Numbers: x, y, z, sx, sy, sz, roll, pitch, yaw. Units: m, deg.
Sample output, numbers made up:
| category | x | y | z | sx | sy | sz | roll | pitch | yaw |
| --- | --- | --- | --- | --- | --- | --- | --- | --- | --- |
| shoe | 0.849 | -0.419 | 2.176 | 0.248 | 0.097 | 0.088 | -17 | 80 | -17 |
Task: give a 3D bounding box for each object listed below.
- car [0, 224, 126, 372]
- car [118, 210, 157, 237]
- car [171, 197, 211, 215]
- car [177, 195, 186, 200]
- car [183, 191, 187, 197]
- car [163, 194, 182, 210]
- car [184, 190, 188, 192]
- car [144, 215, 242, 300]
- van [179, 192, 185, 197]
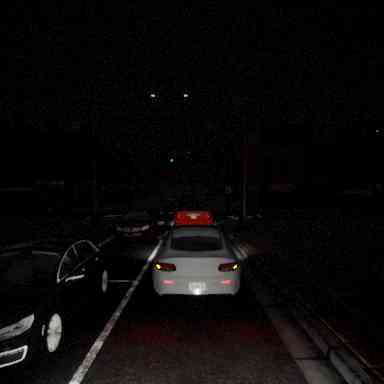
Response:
| category | x | y | z | sx | sy | sz | roll | pitch | yaw |
| --- | --- | --- | --- | --- | --- | --- | --- | --- | --- |
| car | -2.666 | 1.547 | 5.791 | 2.008 | 1.369 | 4.403 | -2 | 0 | 0 |
| car | -2.681 | 1.580 | 16.685 | 1.802 | 1.307 | 4.206 | -2 | 0 | 0 |
| car | 0.075 | 1.351 | 19.738 | 2.097 | 1.767 | 4.553 | 0 | 0 | 0 |
| car | -2.772 | 1.416 | 87.782 | 2.008 | 1.369 | 4.403 | -1 | 0 | 0 |
| car | -2.759 | 1.297 | 71.162 | 2.192 | 1.841 | 5.009 | -1 | 0 | 0 |
| car | -2.723 | 1.477 | 43.462 | 1.967 | 1.590 | 4.097 | -2 | 0 | 0 |
| car | -2.782 | 1.118 | 93.332 | 2.192 | 1.841 | 5.009 | -1 | 1 | 0 |
| car | 0.089 | 1.521 | 8.254 | 1.812 | 1.442 | 4.674 | 0 | 0 | 0 |
| van | -2.751 | 1.350 | 65.618 | 1.690 | 1.788 | 3.998 | -1 | 0 | 0 |
